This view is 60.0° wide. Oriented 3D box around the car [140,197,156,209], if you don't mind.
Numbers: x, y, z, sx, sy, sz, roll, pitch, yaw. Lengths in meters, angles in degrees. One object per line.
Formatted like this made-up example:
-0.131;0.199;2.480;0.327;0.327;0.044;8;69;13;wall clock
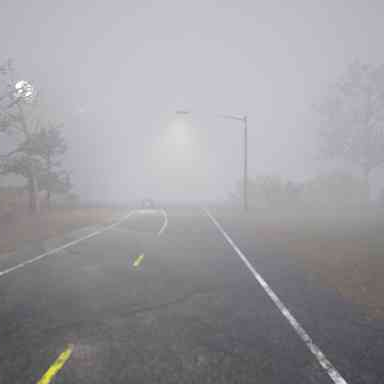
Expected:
-5.909;1.457;44.519;2.128;1.511;4.902;0;0;-6;car
